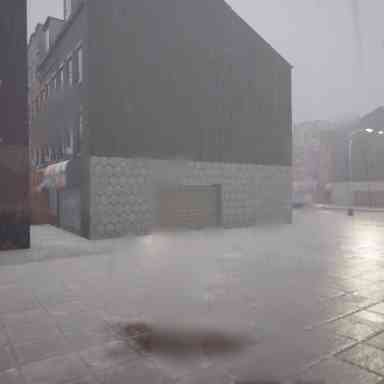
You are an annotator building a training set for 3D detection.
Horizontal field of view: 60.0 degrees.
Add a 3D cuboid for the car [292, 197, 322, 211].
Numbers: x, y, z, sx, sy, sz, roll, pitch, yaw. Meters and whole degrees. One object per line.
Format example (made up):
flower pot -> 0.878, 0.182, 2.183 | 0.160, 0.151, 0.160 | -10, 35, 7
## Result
car -> 11.693, 1.275, 36.016 | 2.128, 1.511, 4.902 | -1, 1, -35
